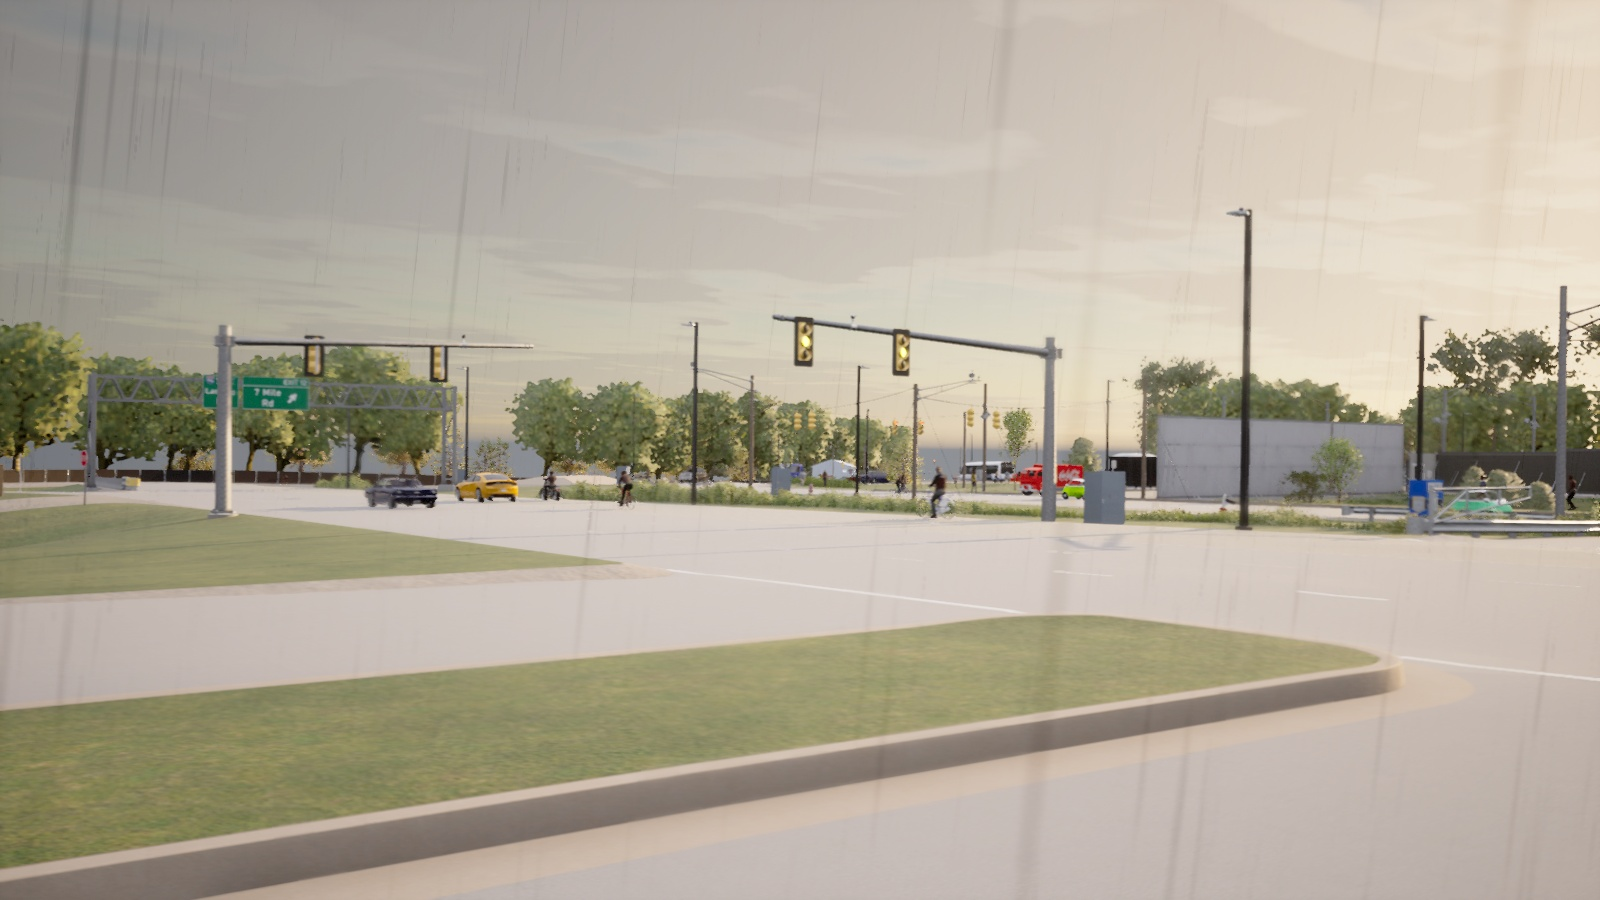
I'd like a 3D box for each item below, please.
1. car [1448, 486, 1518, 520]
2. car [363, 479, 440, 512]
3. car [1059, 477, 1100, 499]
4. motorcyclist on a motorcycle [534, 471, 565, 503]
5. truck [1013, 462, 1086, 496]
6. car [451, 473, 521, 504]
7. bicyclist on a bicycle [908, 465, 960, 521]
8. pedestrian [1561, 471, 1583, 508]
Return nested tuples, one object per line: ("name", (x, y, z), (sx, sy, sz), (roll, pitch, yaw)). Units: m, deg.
("car", (29.236, 2.247, 53.796), (1.481, 1.376, 2.207), (0, -1, -34))
("car", (-17.261, 1.941, 54.266), (1.895, 1.301, 4.718), (0, -1, -34))
("car", (18.347, 2.486, 82.325), (1.481, 1.376, 2.207), (0, 0, -34))
("motorcyclist on a motorcycle", (-13.422, 1.978, 67.222), (0.766, 1.649, 2.350), (0, -1, -34))
("truck", (19.272, 2.243, 97.040), (5.204, 2.467, 2.627), (1, 0, -36))
("car", (-16.385, 1.990, 65.355), (1.882, 1.535, 5.008), (0, -1, -34))
("bicyclist on a bicycle", (4.399, 1.399, 41.285), (0.659, 1.776, 1.843), (0, -1, -34))
("pedestrian", (38.664, 1.957, 62.884), (0.328, 1.805, 0.869), (0, 0, -35))
